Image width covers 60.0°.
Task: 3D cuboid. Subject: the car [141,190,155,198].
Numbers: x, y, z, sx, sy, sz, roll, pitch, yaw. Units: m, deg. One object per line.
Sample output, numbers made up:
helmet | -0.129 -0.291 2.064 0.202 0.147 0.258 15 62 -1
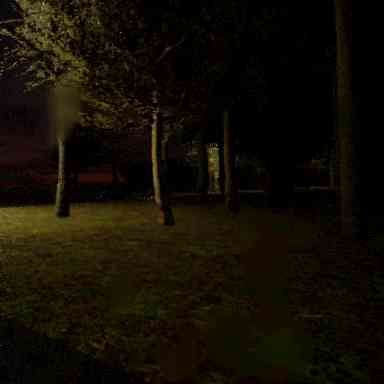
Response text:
car | -7.920 0.393 64.928 1.812 1.442 4.674 -3 1 34

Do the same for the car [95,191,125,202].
car | -11.577 0.620 47.218 1.812 1.442 4.674 -3 0 34
